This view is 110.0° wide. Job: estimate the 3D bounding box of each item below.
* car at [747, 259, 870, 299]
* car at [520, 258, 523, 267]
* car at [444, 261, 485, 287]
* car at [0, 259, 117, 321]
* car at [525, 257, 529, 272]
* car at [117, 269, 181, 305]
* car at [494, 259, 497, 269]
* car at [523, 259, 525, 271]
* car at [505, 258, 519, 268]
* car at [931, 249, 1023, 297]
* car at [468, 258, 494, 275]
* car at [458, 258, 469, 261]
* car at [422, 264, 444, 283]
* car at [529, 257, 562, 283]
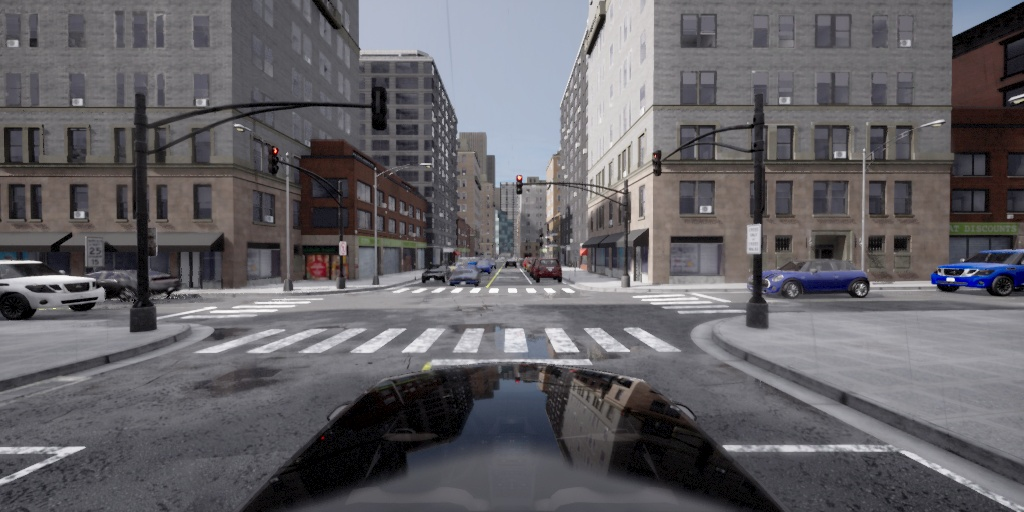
[{"bbox_3d":[13.399,0.937,16.423,4.553,1.767,2.097,-1,1,-1],"label":"car"},{"bbox_3d":[2.638,1.063,50.486,2.192,1.841,5.009,0,0,0],"label":"car"},{"bbox_3d":[-3.123,1.299,24.593,2.033,1.411,5.357,0,0,-3],"label":"car"},{"bbox_3d":[-18.453,1.144,12.964,5.566,2.045,2.150,-1,1,-2],"label":"car"},{"bbox_3d":[2.714,1.066,33.729,2.192,1.841,5.009,0,0,0],"label":"car"},{"bbox_3d":[-18.196,1.371,16.419,4.902,1.511,2.128,-1,1,-4],"label":"car"},{"bbox_3d":[-3.315,1.295,54.906,2.033,1.411,5.357,0,0,0],"label":"car"},{"bbox_3d":[2.663,1.276,45.071,1.751,1.417,4.829,0,0,0],"label":"car"},{"bbox_3d":[-0.181,1.222,61.312,1.882,1.535,5.008,0,0,0],"label":"car"},{"bbox_3d":[22.974,0.707,16.533,5.566,2.045,2.150,-1,1,0],"label":"car"},{"bbox_3d":[-3.264,1.229,39.019,1.882,1.535,5.008,0,0,0],"label":"car"},{"bbox_3d":[-5.839,1.277,39.104,1.751,1.417,4.829,0,0,0],"label":"car"},{"bbox_3d":[-5.786,1.317,28.103,1.948,1.339,4.313,0,0,0],"label":"car"},{"bbox_3d":[2.740,1.066,28.143,2.192,1.841,5.009,0,0,0],"label":"car"}]
